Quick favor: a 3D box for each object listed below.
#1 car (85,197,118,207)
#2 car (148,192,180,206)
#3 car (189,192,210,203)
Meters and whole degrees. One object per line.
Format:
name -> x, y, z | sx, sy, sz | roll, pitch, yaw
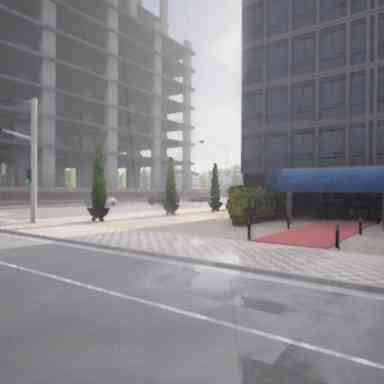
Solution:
car -> -12.099, 1.222, 44.642 | 1.812, 1.442, 4.674 | 1, 0, 36
car -> -4.158, 0.949, 49.648 | 2.150, 2.045, 5.566 | 1, 0, 36
car -> 1.663, 1.246, 63.541 | 2.033, 1.411, 5.357 | 1, 0, 36
